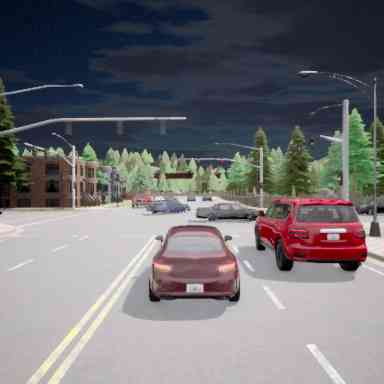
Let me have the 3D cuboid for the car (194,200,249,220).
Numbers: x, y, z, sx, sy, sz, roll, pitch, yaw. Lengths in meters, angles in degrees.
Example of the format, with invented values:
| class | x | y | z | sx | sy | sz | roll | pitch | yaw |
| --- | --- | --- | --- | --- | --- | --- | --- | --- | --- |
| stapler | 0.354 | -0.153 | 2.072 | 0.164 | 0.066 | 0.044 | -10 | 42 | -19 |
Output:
| class | x | y | z | sx | sy | sz | roll | pitch | yaw |
| --- | --- | --- | --- | --- | --- | --- | --- | --- | --- |
| car | 2.917 | 1.546 | 25.298 | 5.357 | 1.411 | 2.033 | 0 | 0 | 1 |

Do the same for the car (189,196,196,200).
| class | x | y | z | sx | sy | sz | roll | pitch | yaw |
| --- | --- | --- | --- | --- | --- | --- | --- | --- | --- |
| car | -0.140 | 1.549 | 74.535 | 1.994 | 1.385 | 4.181 | 0 | 0 | 0 |

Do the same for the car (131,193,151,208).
| class | x | y | z | sx | sy | sz | roll | pitch | yaw |
| --- | --- | --- | --- | --- | --- | --- | --- | --- | --- |
| car | -7.161 | 1.219 | 47.869 | 2.150 | 2.045 | 5.566 | 0 | 0 | 2 |

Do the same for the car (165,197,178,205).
| class | x | y | z | sx | sy | sz | roll | pitch | yaw |
| --- | --- | --- | --- | --- | --- | --- | --- | --- | --- |
| car | -3.690 | 1.560 | 59.752 | 1.994 | 1.385 | 4.181 | 0 | 0 | 0 |

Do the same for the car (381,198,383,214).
| class | x | y | z | sx | sy | sz | roll | pitch | yaw |
| --- | --- | --- | --- | --- | --- | --- | --- | --- | --- |
| car | 18.267 | 1.350 | 32.413 | 4.553 | 1.767 | 2.097 | 0 | 0 | 0 |

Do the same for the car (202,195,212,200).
| class | x | y | z | sx | sy | sz | roll | pitch | yaw |
| --- | --- | --- | --- | --- | --- | --- | --- | --- | --- |
| car | 3.368 | 1.350 | 74.307 | 2.097 | 1.767 | 4.553 | 0 | 0 | 0 |

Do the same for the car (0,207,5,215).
| class | x | y | z | sx | sy | sz | roll | pitch | yaw |
| --- | --- | --- | --- | --- | --- | --- | --- | --- | --- |
| car | -19.127 | 1.599 | 29.044 | 4.718 | 1.301 | 1.895 | 0 | 0 | -1 |

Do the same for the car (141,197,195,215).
| class | x | y | z | sx | sy | sz | roll | pitch | yaw |
| --- | --- | --- | --- | --- | --- | --- | --- | --- | --- |
| car | -2.407 | 1.545 | 34.560 | 2.033 | 1.411 | 5.357 | 0 | 0 | 36 |

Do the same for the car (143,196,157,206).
| class | x | y | z | sx | sy | sz | roll | pitch | yaw |
| --- | --- | --- | --- | --- | --- | --- | --- | --- | --- |
| car | -7.196 | 1.522 | 57.267 | 1.812 | 1.442 | 4.674 | 0 | 0 | 1 |

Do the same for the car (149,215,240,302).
| class | x | y | z | sx | sy | sz | roll | pitch | yaw |
| --- | --- | --- | --- | --- | --- | --- | --- | --- | --- |
| car | 0.048 | 1.525 | 8.144 | 1.812 | 1.442 | 4.674 | 0 | 0 | 0 |

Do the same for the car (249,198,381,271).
| class | x | y | z | sx | sy | sz | roll | pitch | yaw |
| --- | --- | --- | --- | --- | --- | --- | --- | --- | --- |
| car | 3.555 | 1.221 | 11.025 | 2.150 | 2.045 | 5.566 | 0 | 0 | 0 |
